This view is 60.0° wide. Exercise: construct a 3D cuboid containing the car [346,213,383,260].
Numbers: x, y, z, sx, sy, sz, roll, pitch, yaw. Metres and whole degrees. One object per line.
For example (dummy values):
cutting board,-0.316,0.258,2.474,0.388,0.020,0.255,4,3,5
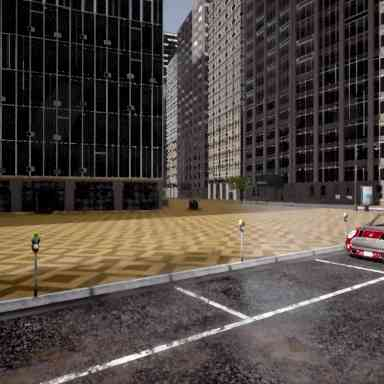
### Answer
car,7.205,1.437,11.691,4.097,1.590,1.967,0,0,-35
